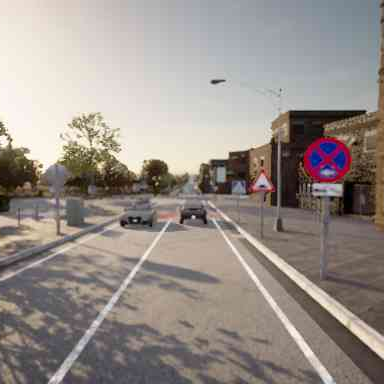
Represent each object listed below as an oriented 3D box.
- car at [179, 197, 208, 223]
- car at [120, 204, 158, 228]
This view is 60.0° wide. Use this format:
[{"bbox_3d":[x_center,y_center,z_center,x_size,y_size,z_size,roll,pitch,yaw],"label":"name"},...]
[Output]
[{"bbox_3d":[0.102,1.372,24.269,1.837,1.490,4.892,0,1,0],"label":"car"},{"bbox_3d":[-3.341,1.466,21.439,1.994,1.385,4.181,0,1,0],"label":"car"}]
